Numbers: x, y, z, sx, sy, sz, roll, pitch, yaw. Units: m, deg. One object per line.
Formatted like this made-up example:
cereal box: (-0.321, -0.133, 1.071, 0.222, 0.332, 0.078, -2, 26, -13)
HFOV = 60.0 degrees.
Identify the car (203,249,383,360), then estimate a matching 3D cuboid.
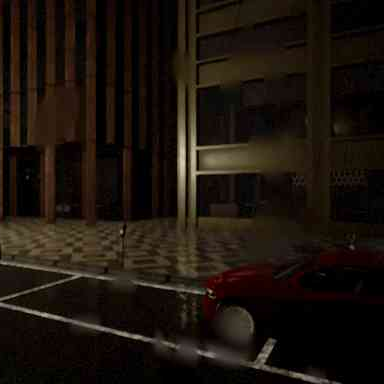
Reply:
car: (2.337, 1.549, 4.962, 4.507, 1.381, 1.887, 0, 0, 27)

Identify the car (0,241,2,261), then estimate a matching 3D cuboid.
car: (-7.792, 1.450, 10.094, 4.097, 1.590, 1.967, 0, 0, 27)
